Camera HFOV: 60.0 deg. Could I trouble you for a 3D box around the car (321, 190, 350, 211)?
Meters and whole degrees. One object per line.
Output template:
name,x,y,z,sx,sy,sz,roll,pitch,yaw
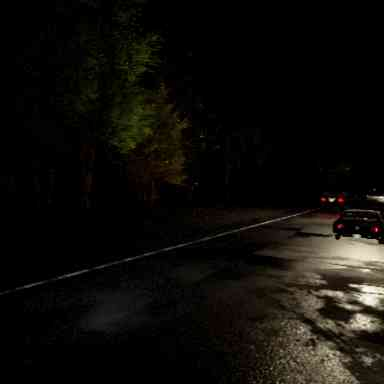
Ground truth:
car,14.241,0.841,32.935,2.150,2.045,5.566,3,2,31

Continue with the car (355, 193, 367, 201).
car,32.585,0.957,64.035,2.033,1.411,5.357,3,2,31

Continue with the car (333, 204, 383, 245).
car,7.737,1.456,15.166,1.895,1.301,4.718,3,2,31
